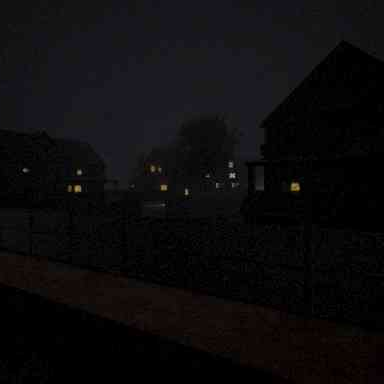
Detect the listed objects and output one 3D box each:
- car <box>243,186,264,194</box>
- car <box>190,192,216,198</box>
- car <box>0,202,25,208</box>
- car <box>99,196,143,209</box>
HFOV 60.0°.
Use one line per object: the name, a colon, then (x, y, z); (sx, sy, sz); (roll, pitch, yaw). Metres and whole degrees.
car: (8.819, 0.211, 44.940); (2.150, 2.045, 5.566); (1, 2, 36)
car: (1.411, 0.711, 39.658); (1.994, 1.385, 4.181); (1, 2, 35)
car: (-12.100, 1.294, 20.743); (1.895, 1.301, 4.718); (1, 2, 34)
car: (-6.263, 1.020, 28.941); (1.994, 1.385, 4.181); (1, 2, 37)
